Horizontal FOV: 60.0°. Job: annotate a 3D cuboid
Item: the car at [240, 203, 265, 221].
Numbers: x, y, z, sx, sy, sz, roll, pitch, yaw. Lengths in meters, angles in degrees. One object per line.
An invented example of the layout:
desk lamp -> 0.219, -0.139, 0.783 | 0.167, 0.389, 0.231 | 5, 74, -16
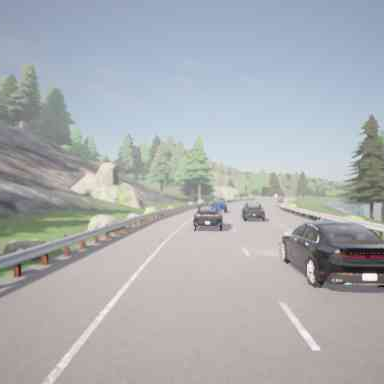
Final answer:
car -> 5.342, 1.684, 29.423 | 2.128, 1.511, 4.902 | 0, 0, 6

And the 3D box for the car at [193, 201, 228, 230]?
car -> 1.133, 1.632, 22.249 | 2.128, 1.511, 4.902 | 0, 0, 5

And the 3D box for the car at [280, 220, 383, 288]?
car -> 3.849, 1.571, 9.468 | 1.837, 1.490, 4.892 | 0, 0, 2
